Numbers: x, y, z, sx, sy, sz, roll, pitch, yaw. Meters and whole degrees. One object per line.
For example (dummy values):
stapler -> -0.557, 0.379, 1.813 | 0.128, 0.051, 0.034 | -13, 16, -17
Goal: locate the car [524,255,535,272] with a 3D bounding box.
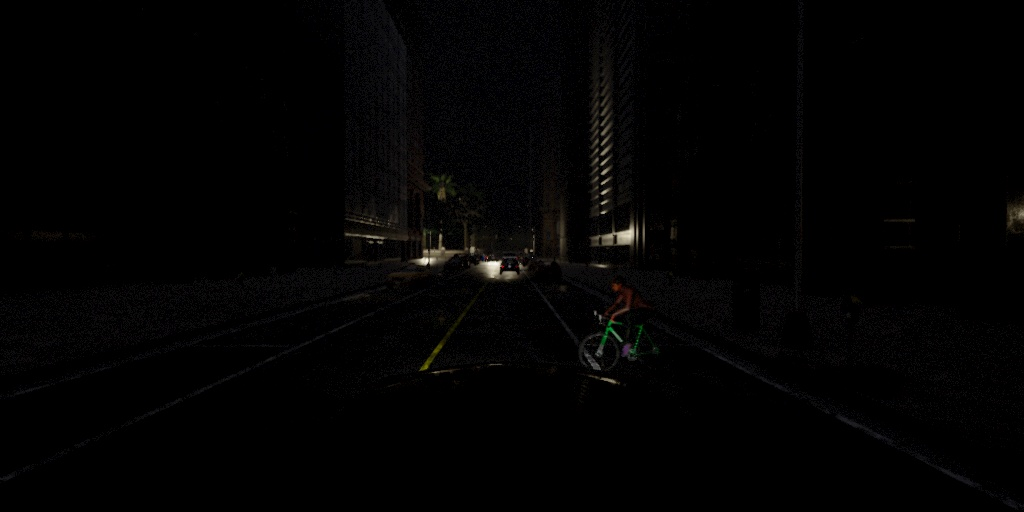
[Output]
car -> 2.498, 0.849, 37.536 | 1.751, 1.417, 4.829 | 0, 0, 0

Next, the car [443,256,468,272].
car -> -6.026, 0.907, 37.310 | 1.802, 1.307, 4.207 | 0, 0, 0

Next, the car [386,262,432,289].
car -> -5.900, 1.043, 20.863 | 1.751, 1.417, 4.829 | 0, 0, 0

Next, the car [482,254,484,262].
car -> -6.192, 0.623, 59.011 | 1.888, 1.381, 4.507 | 0, 0, 0

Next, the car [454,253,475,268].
car -> -6.067, 0.577, 42.735 | 2.192, 1.841, 5.009 | 0, 0, 0

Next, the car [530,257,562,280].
car -> 2.582, 0.996, 26.517 | 1.888, 1.381, 4.507 | 0, 0, 0

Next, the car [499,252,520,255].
car -> -0.291, 0.421, 48.405 | 2.150, 2.045, 5.566 | 0, 1, 0

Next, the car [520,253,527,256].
car -> 2.416, 0.638, 48.215 | 1.967, 1.591, 4.097 | 0, 0, 0

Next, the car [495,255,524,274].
car -> -0.208, 0.916, 33.445 | 2.033, 1.411, 5.357 | 0, 1, 0

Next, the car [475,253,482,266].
car -> -6.150, 0.454, 53.586 | 2.192, 1.841, 5.009 | 0, 0, 0

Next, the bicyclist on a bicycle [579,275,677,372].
bicyclist on a bicycle -> 1.920, 1.142, 5.961 | 1.656, 1.620, 0.582 | -1, 1, 0
